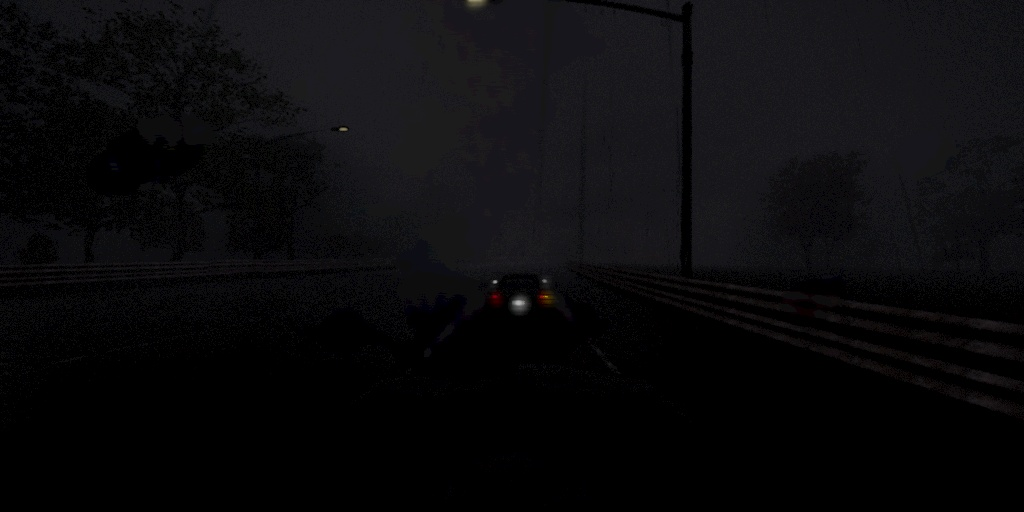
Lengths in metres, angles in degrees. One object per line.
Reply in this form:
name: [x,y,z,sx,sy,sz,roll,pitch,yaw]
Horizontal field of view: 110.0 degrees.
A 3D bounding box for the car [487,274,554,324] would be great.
car: [0.276,1.277,11.842,1.994,1.385,4.181,0,0,1]
